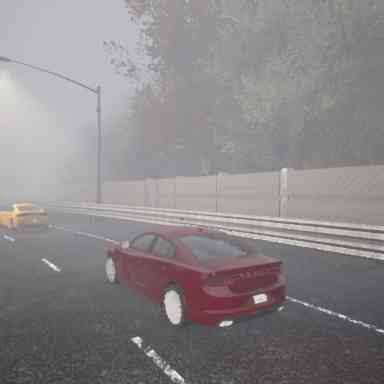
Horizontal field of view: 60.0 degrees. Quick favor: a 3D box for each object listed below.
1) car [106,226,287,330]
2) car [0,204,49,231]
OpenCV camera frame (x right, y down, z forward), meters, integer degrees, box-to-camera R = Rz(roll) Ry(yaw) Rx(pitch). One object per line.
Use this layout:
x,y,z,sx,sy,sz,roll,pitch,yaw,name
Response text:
-0.301,1.477,7.162,1.882,1.535,5.008,0,0,-33,car
-10.477,1.475,20.579,1.882,1.535,5.008,0,0,-41,car
